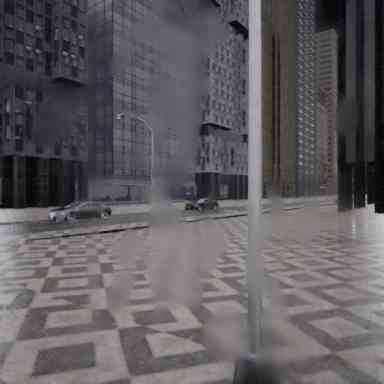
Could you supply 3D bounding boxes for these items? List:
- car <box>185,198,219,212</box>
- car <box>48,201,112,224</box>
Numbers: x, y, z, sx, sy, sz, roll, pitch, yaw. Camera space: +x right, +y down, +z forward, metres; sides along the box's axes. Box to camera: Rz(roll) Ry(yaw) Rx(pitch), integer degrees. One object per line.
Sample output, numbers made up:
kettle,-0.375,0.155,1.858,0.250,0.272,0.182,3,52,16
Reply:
car,1.152,1.431,37.918,1.882,1.535,5.008,0,0,36
car,-8.290,1.466,25.024,2.128,1.511,4.902,0,0,36
